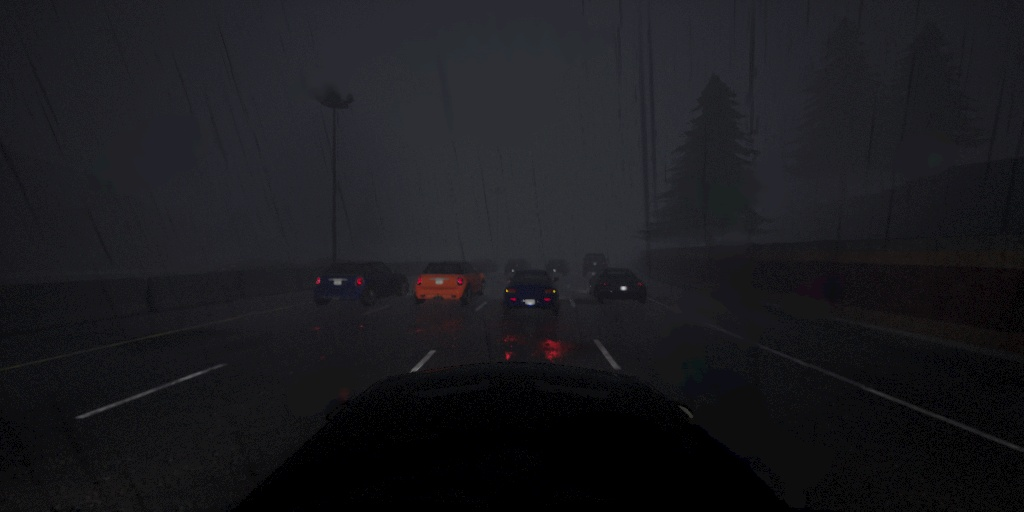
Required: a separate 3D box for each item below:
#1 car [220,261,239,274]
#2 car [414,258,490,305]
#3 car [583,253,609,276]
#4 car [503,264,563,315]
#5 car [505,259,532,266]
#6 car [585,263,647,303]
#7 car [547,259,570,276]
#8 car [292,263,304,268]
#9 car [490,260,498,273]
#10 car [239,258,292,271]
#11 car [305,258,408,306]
[{"bbox_3d":[-24.626,0.930,33.587,1.812,1.442,4.674,0,0,12],"label":"car"},{"bbox_3d":[-2.508,0.980,15.541,2.097,1.767,4.553,0,0,6],"label":"car"},{"bbox_3d":[7.772,0.738,33.326,2.150,2.045,5.566,0,0,14],"label":"car"},{"bbox_3d":[0.734,1.185,13.028,1.812,1.442,4.674,0,0,5],"label":"car"},{"bbox_3d":[0.644,0.995,33.519,1.837,1.490,4.892,0,0,14],"label":"car"},{"bbox_3d":[4.577,1.212,15.992,1.994,1.385,4.181,0,0,6],"label":"car"},{"bbox_3d":[4.311,1.006,33.764,1.837,1.490,4.892,0,0,14],"label":"car"},{"bbox_3d":[-17.509,0.936,33.434,1.837,1.490,4.892,0,0,12],"label":"car"},{"bbox_3d":[-2.770,0.950,34.282,1.882,1.535,5.008,0,0,14],"label":"car"},{"bbox_3d":[-21.355,1.027,32.251,1.895,1.301,4.718,0,0,11],"label":"car"},{"bbox_3d":[-6.071,0.971,15.013,2.097,1.767,4.553,0,0,5],"label":"car"}]
